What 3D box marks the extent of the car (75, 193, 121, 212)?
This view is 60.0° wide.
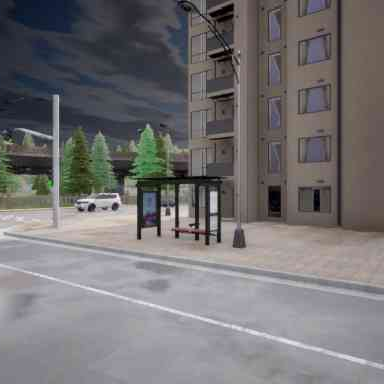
[{"bbox_3d":[-10.742,1.166,38.486,2.150,2.045,5.566,0,0,37],"label":"car"}]

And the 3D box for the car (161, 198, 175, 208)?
[{"bbox_3d":[-4.240,1.492,46.452,2.033,1.411,5.357,0,0,44],"label":"car"}]
